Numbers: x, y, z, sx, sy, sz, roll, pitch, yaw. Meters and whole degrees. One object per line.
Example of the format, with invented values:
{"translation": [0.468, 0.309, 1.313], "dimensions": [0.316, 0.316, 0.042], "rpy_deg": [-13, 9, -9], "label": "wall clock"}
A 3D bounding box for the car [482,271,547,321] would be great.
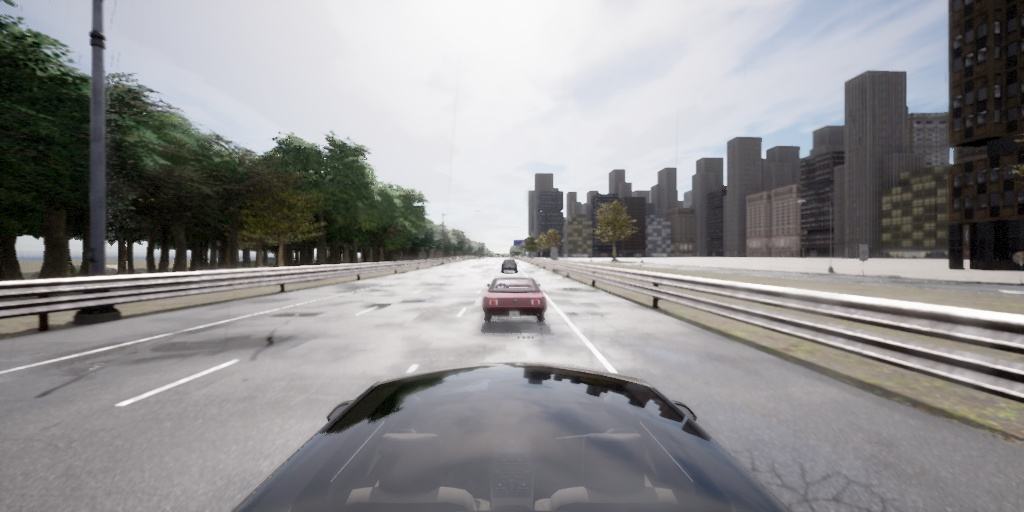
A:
{"translation": [0.066, 1.352, 12.426], "dimensions": [1.895, 1.301, 4.718], "rpy_deg": [0, 0, 0], "label": "car"}

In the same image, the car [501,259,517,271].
{"translation": [-0.347, 1.148, 44.842], "dimensions": [2.033, 1.649, 4.856], "rpy_deg": [0, 0, -1], "label": "car"}
